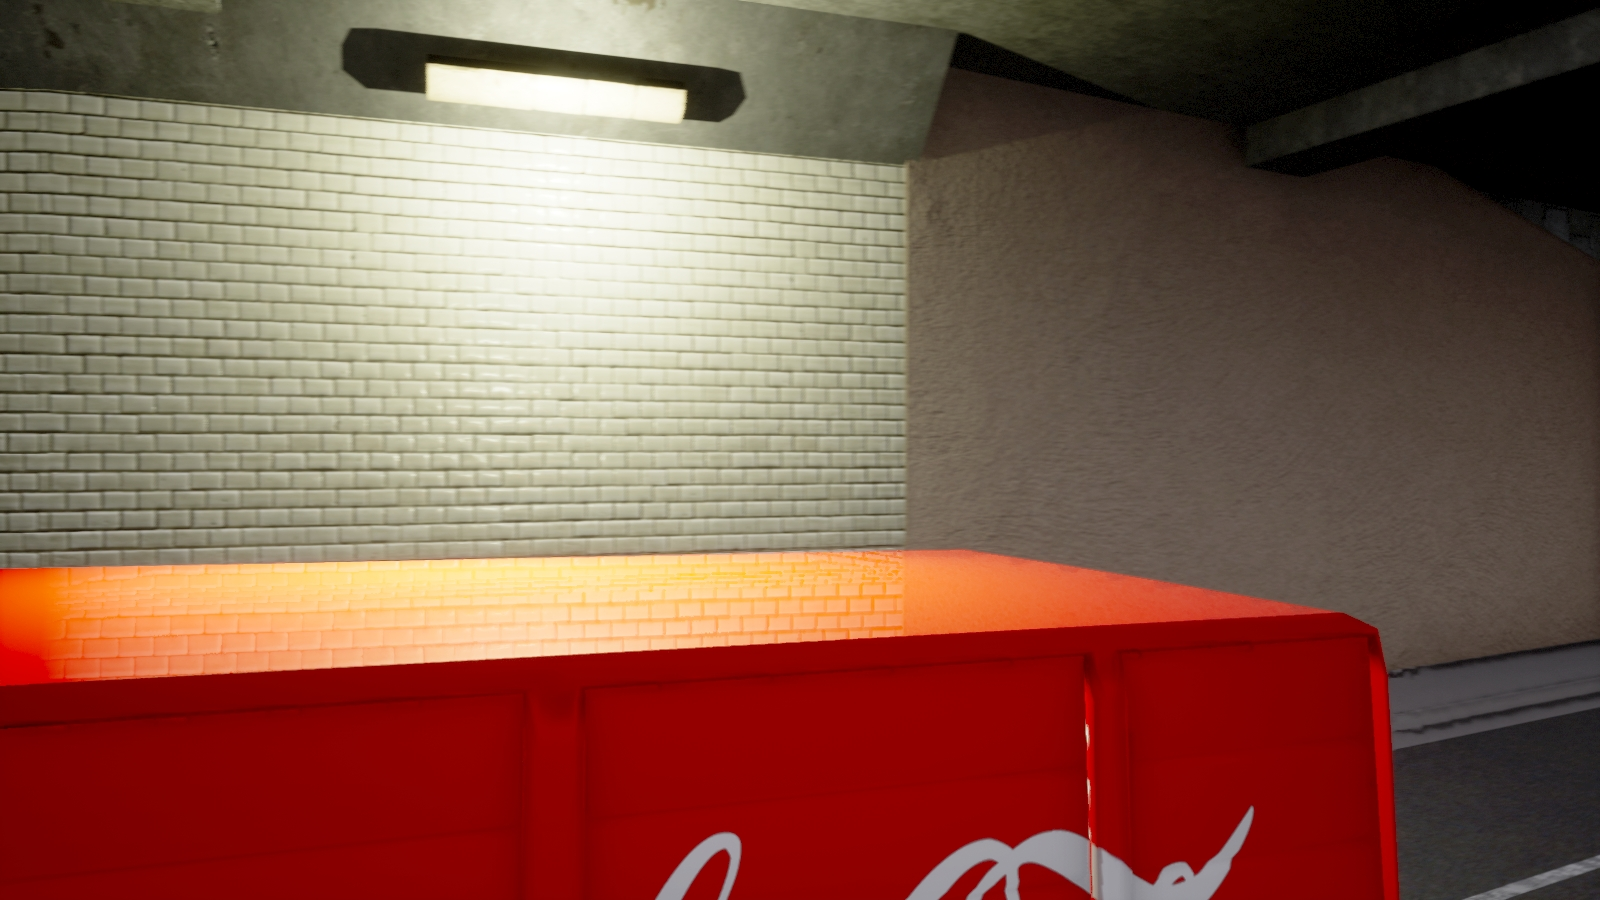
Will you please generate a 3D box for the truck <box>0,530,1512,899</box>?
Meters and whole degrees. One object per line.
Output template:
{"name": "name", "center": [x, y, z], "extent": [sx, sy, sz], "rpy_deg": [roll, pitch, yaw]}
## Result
{"name": "truck", "center": [-1.400, 1.571, 2.733], "extent": [5.204, 2.467, 2.627], "rpy_deg": [0, 0, -20]}
